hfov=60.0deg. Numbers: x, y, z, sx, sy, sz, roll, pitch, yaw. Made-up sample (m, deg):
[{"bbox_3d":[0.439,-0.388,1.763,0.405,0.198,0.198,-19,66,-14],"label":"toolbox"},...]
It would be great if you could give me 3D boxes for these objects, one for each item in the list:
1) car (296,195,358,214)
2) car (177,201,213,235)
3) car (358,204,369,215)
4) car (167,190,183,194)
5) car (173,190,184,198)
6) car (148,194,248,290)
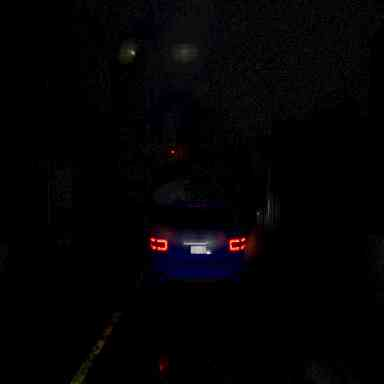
[{"bbox_3d":[12.843,1.181,32.425,5.009,1.841,2.192,1,0,0],"label":"car"},{"bbox_3d":[0.132,1.389,19.150,1.837,1.490,4.892,0,1,0],"label":"car"},{"bbox_3d":[18.241,1.524,32.414,4.206,1.307,1.802,1,0,0],"label":"car"},{"bbox_3d":[-2.680,0.831,45.188,2.128,1.511,4.902,0,2,-1],"label":"car"},{"bbox_3d":[-2.533,0.349,64.898,1.895,1.301,4.718,0,2,1],"label":"car"},{"bbox_3d":[0.117,1.195,9.124,2.150,2.045,5.566,0,0,0],"label":"car"}]
